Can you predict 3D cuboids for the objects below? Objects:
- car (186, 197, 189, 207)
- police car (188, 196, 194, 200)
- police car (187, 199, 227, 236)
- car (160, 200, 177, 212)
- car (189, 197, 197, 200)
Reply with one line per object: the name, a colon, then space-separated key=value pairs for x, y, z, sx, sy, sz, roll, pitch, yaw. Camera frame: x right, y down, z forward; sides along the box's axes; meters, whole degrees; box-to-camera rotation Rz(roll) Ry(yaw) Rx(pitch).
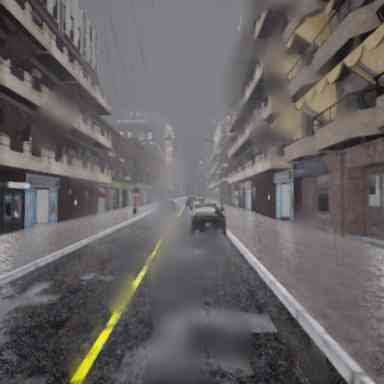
car: x=0.026 y=1.514 z=54.394 sx=2.097 sy=1.767 sz=4.553 roll=0 pitch=0 yaw=0
police car: x=0.841 y=1.499 z=34.779 sx=1.930 sy=1.638 sz=5.238 roll=0 pitch=0 yaw=0
police car: x=0.834 y=1.443 z=18.777 sx=1.930 sy=1.638 sz=5.238 roll=0 pitch=0 yaw=0
car: x=-2.826 y=1.648 z=40.671 sx=2.033 sy=1.411 sz=5.357 roll=0 pitch=0 yaw=0
car: x=0.838 y=1.504 z=28.859 sx=1.801 sy=1.575 sz=5.366 roll=0 pitch=0 yaw=0
